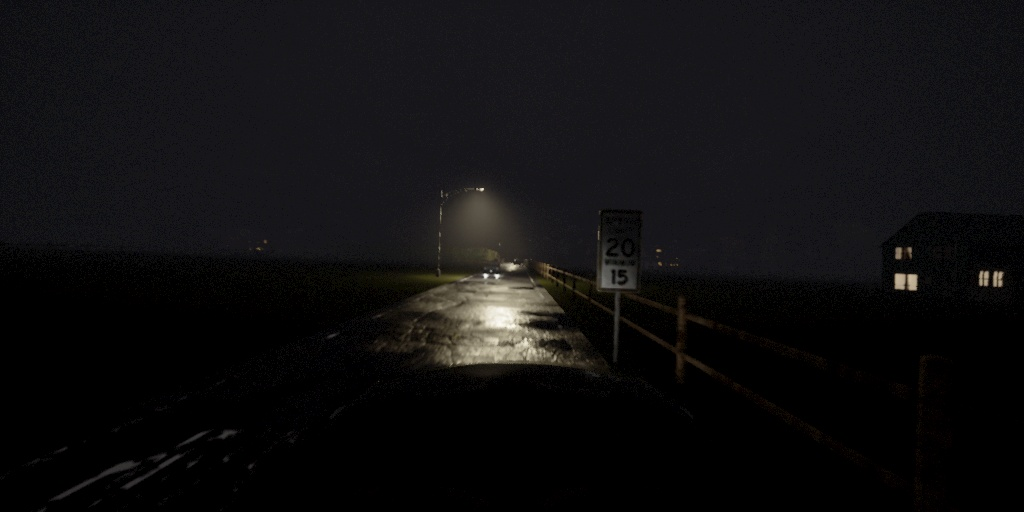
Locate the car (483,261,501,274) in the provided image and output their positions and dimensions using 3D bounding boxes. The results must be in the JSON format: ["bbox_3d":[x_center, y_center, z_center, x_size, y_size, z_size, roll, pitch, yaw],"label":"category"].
[{"bbox_3d":[-2.219,1.259,41.783,2.033,1.411,5.357,2,0,1],"label":"car"}]
